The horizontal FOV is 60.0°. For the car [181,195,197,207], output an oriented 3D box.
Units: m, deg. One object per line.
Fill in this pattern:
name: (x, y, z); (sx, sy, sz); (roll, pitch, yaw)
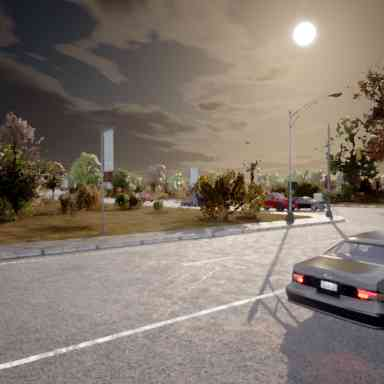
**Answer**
car: (0.299, 1.403, 46.695); (1.994, 1.385, 4.181); (-1, 0, -39)

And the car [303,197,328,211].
car: (12.631, 1.299, 37.021); (2.128, 1.511, 4.902); (-1, 0, -39)

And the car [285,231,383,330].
car: (4.204, 1.527, 6.774); (5.357, 1.411, 2.033); (0, 0, -36)

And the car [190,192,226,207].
car: (2.335, 1.036, 49.736); (2.150, 2.045, 5.566); (-1, 0, -39)

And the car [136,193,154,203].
car: (-9.626, 1.139, 64.683); (2.150, 2.045, 5.566); (-1, 0, -39)

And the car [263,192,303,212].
car: (8.752, 1.055, 36.284); (2.150, 2.045, 5.566); (-1, 0, -37)
